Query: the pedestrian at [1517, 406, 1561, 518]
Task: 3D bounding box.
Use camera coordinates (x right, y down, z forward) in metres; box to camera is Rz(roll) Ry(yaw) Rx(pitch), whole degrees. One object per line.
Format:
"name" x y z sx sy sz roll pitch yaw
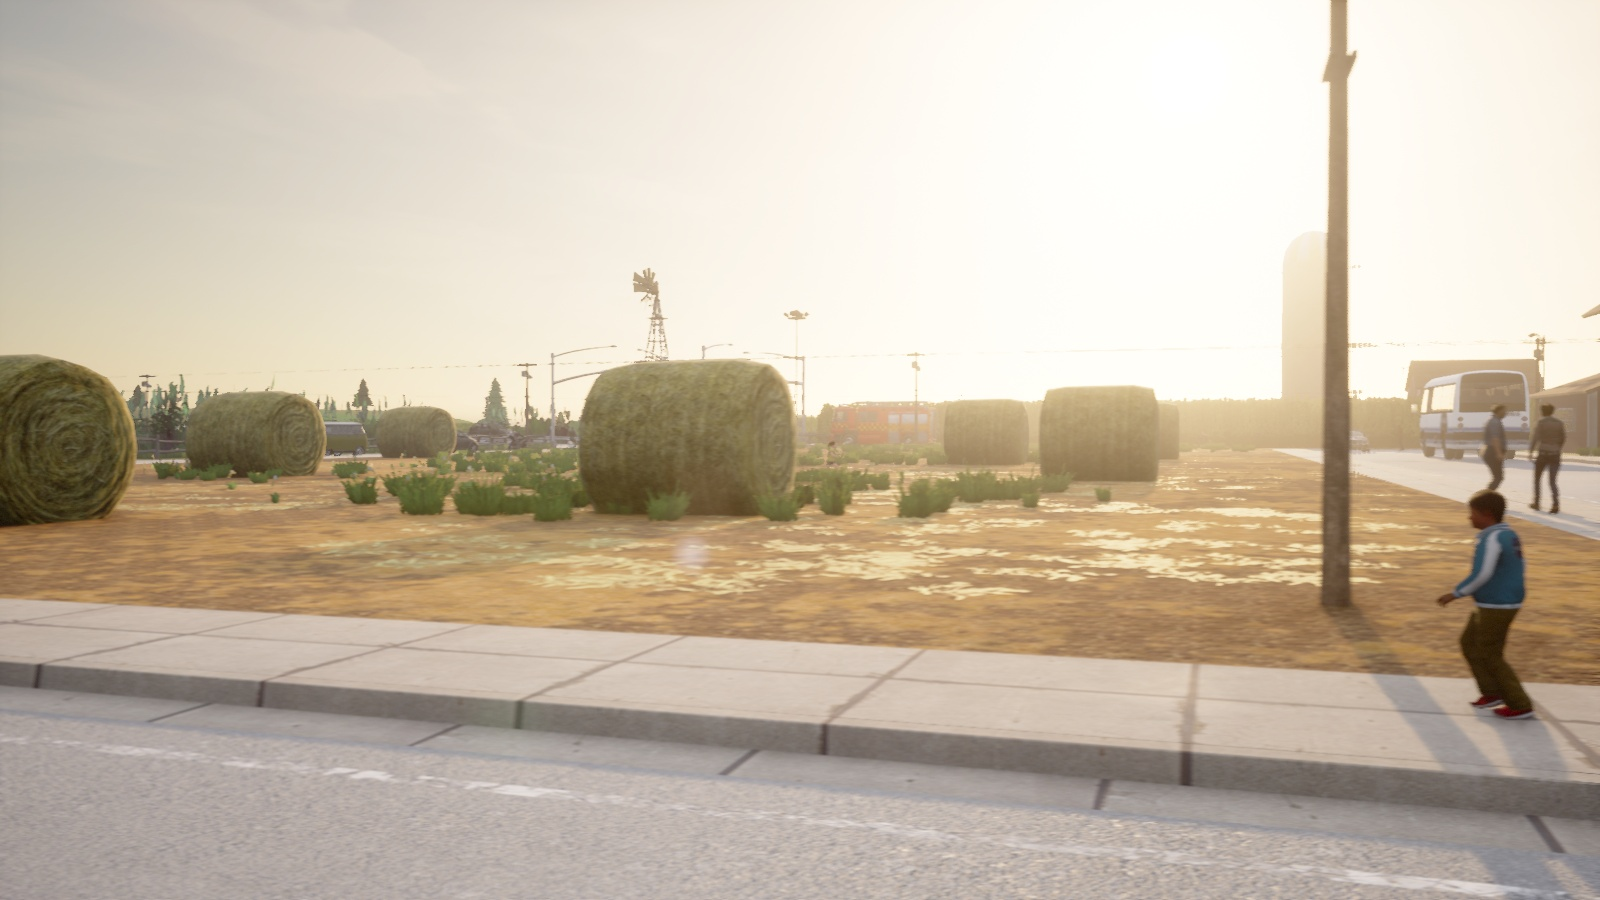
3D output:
"pedestrian" 12.094 0.186 20.570 0.328 1.805 0.869 1 1 12

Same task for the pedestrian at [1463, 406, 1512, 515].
"pedestrian" 11.836 0.166 21.637 0.694 1.848 0.540 1 1 27

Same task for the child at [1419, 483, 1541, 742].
"child" 3.334 0.768 6.160 0.448 1.192 0.343 1 1 41

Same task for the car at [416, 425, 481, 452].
"car" -21.808 -0.726 78.089 1.851 1.617 3.988 1 1 21

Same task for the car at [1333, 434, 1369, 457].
"car" 35.834 -0.335 81.715 1.812 1.442 4.674 1 1 20

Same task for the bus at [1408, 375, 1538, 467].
"bus" 33.874 -1.450 63.776 3.944 4.253 10.273 1 1 18

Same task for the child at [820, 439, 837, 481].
"child" 0.779 0.269 34.114 0.394 1.110 0.255 1 1 18

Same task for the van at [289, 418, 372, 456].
"van" -25.556 -0.733 68.516 1.775 1.987 4.442 1 1 21

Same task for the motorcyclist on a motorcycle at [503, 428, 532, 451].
"motorcyclist on a motorcycle" -19.109 -0.689 84.984 0.866 1.530 2.191 1 1 21
